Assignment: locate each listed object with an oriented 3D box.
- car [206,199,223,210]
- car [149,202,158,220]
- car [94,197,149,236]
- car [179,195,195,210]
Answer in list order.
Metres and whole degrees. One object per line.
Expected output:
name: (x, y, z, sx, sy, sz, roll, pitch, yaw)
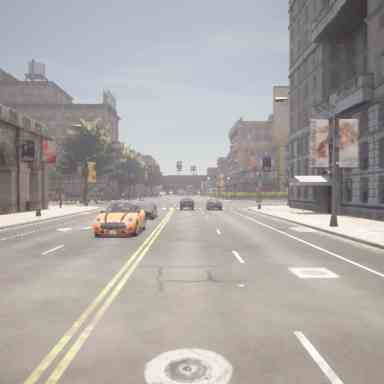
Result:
car: (2.837, 1.547, 43.047, 2.033, 1.411, 5.357, 0, 0, -1)
car: (-3.995, 1.547, 28.613, 2.033, 1.411, 5.357, 0, 0, -1)
car: (-3.813, 1.351, 18.165, 2.097, 1.767, 4.553, 0, 0, 0)
car: (-0.661, 1.505, 43.145, 1.837, 1.490, 4.892, 0, 0, -1)
